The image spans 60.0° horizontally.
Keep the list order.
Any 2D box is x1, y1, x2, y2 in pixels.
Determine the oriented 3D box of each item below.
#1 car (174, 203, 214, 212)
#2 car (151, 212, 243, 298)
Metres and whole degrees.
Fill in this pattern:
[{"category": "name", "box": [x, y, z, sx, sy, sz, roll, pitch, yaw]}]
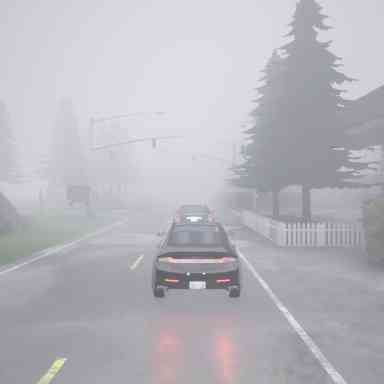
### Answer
[{"category": "car", "box": [0.101, 1.352, 17.670, 2.097, 1.767, 4.553, 0, 0, 0]}, {"category": "car", "box": [0.100, 1.492, 8.517, 2.128, 1.511, 4.902, 0, 0, 0]}]
